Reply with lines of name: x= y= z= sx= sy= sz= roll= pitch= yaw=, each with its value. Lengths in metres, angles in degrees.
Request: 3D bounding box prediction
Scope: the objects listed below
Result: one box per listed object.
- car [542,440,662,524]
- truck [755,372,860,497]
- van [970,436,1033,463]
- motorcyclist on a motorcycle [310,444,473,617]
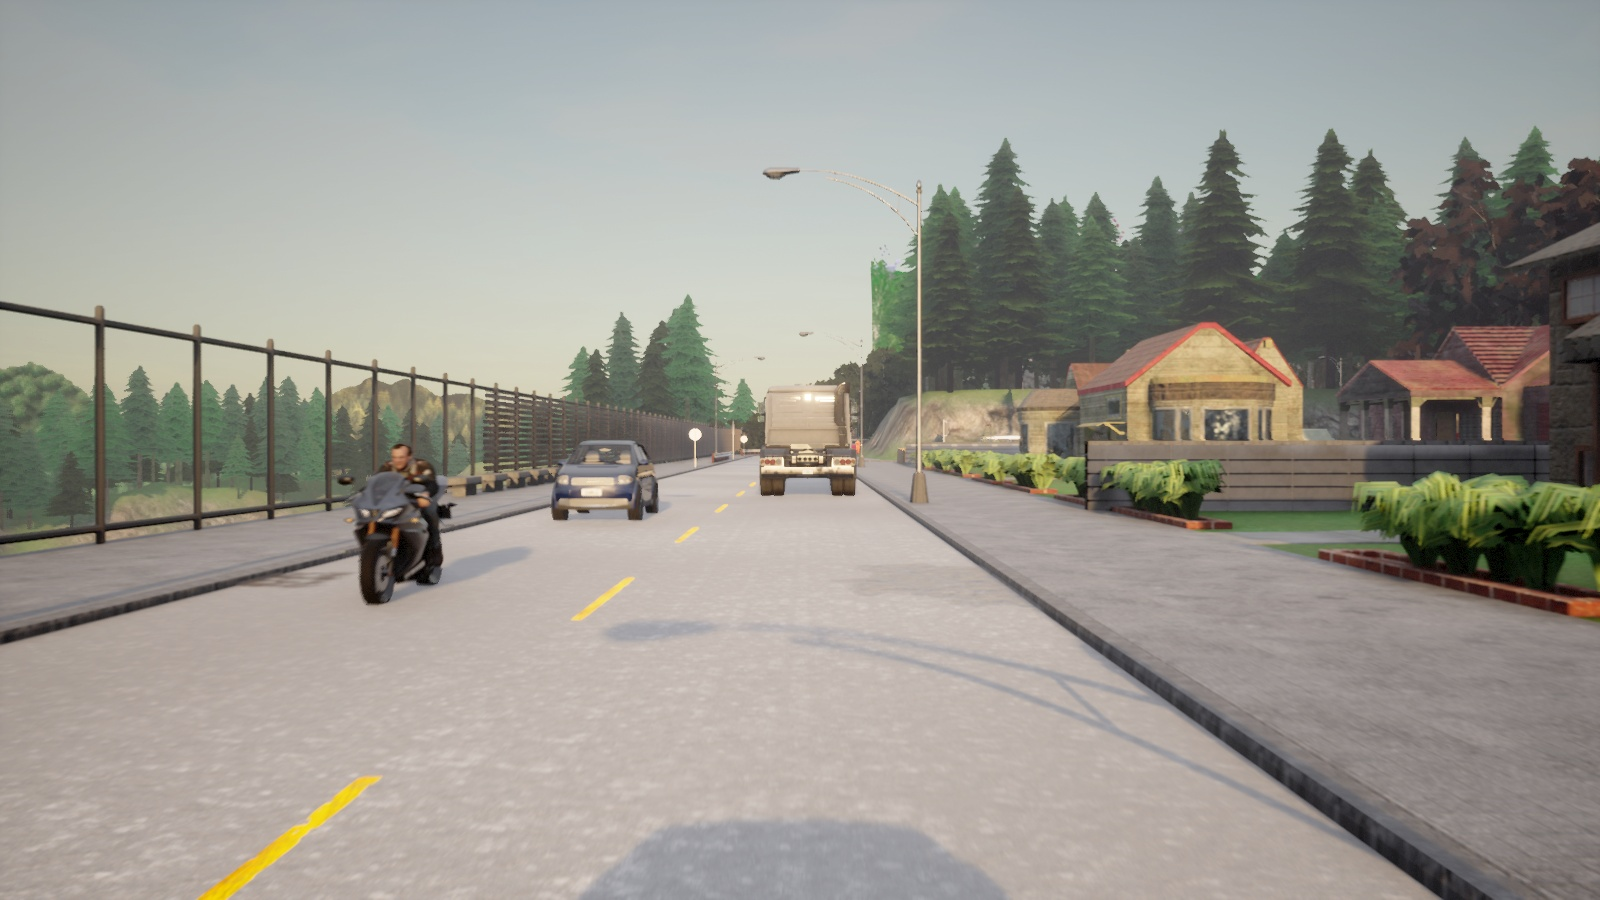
car: x=-3.843 y=0.581 z=24.969 sx=1.789 sy=1.549 sz=3.705 roll=0 pitch=0 yaw=0
truck: x=0.236 y=-0.453 z=38.686 sx=2.891 sy=3.462 sz=7.936 roll=0 pitch=0 yaw=0
van: x=15.400 y=-0.060 z=96.180 sx=4.480 sy=2.038 sz=2.069 roll=0 pitch=0 yaw=0
motorcyclist on a motorcycle: x=-3.915 y=0.709 z=12.256 sx=0.866 sy=1.530 sz=2.191 roll=0 pitch=0 yaw=0
